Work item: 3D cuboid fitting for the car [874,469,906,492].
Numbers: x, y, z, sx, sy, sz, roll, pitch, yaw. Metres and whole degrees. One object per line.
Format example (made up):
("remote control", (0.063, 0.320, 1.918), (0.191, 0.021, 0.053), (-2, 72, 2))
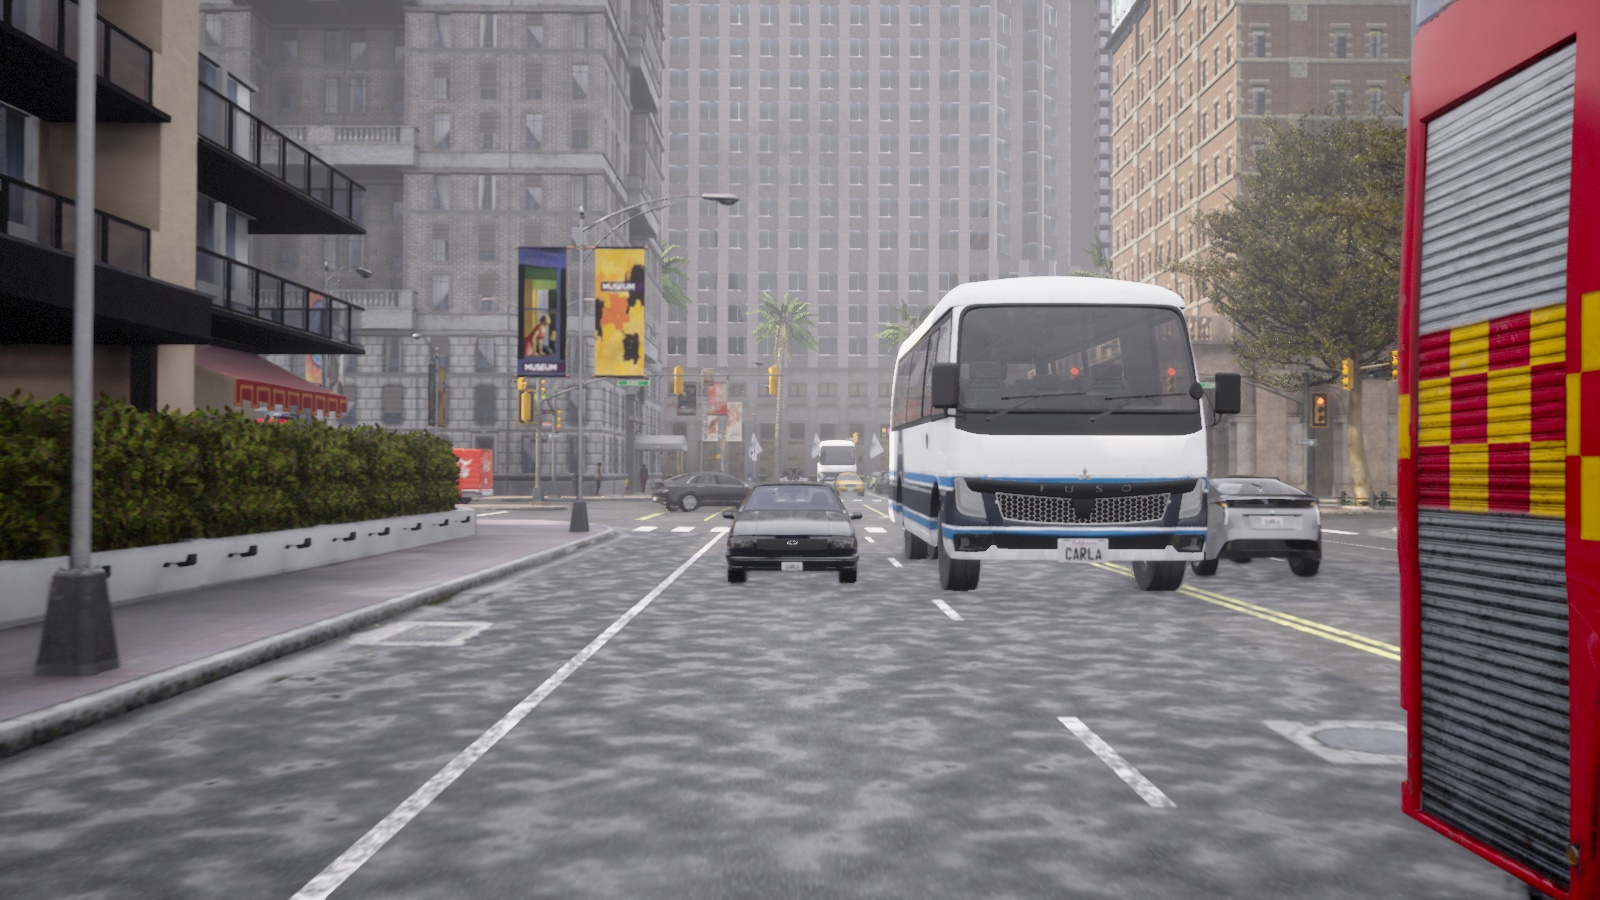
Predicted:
("car", (6.617, 2.270, 93.025), (2.033, 1.649, 4.856), (0, -1, 0))

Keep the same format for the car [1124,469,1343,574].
("car", (6.894, 1.077, 20.545), (2.007, 1.525, 4.514), (0, -1, 0))

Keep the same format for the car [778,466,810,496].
("car", (-0.397, 1.960, 79.604), (1.932, 1.855, 4.605), (0, -1, 0))

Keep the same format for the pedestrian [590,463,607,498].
("pedestrian", (-10.577, 1.614, 65.999), (0.869, 1.805, 0.328), (0, -1, -8))

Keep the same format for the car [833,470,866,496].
("car", (3.102, 2.070, 79.638), (1.801, 1.575, 5.366), (0, -1, 0))

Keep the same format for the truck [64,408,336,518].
("truck", (-21.615, 0.495, 45.546), (8.468, 3.827, 2.891), (0, -1, 0))

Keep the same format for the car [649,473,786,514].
("car", (-3.132, 1.633, 48.005), (4.892, 1.490, 1.837), (0, -1, -25))

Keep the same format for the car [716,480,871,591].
("car", (-0.099, 1.182, 19.178), (2.033, 1.411, 5.357), (0, -1, 0))

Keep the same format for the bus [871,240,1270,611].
("bus", (3.393, -0.250, 19.560), (3.944, 4.253, 10.273), (0, 0, 0))

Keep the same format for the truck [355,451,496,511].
("truck", (-15.879, 1.291, 53.529), (5.204, 2.467, 2.627), (0, -1, 0))

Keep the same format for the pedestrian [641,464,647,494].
("pedestrian", (-9.667, 1.808, 77.847), (0.353, 1.847, 0.614), (0, -1, -7))
